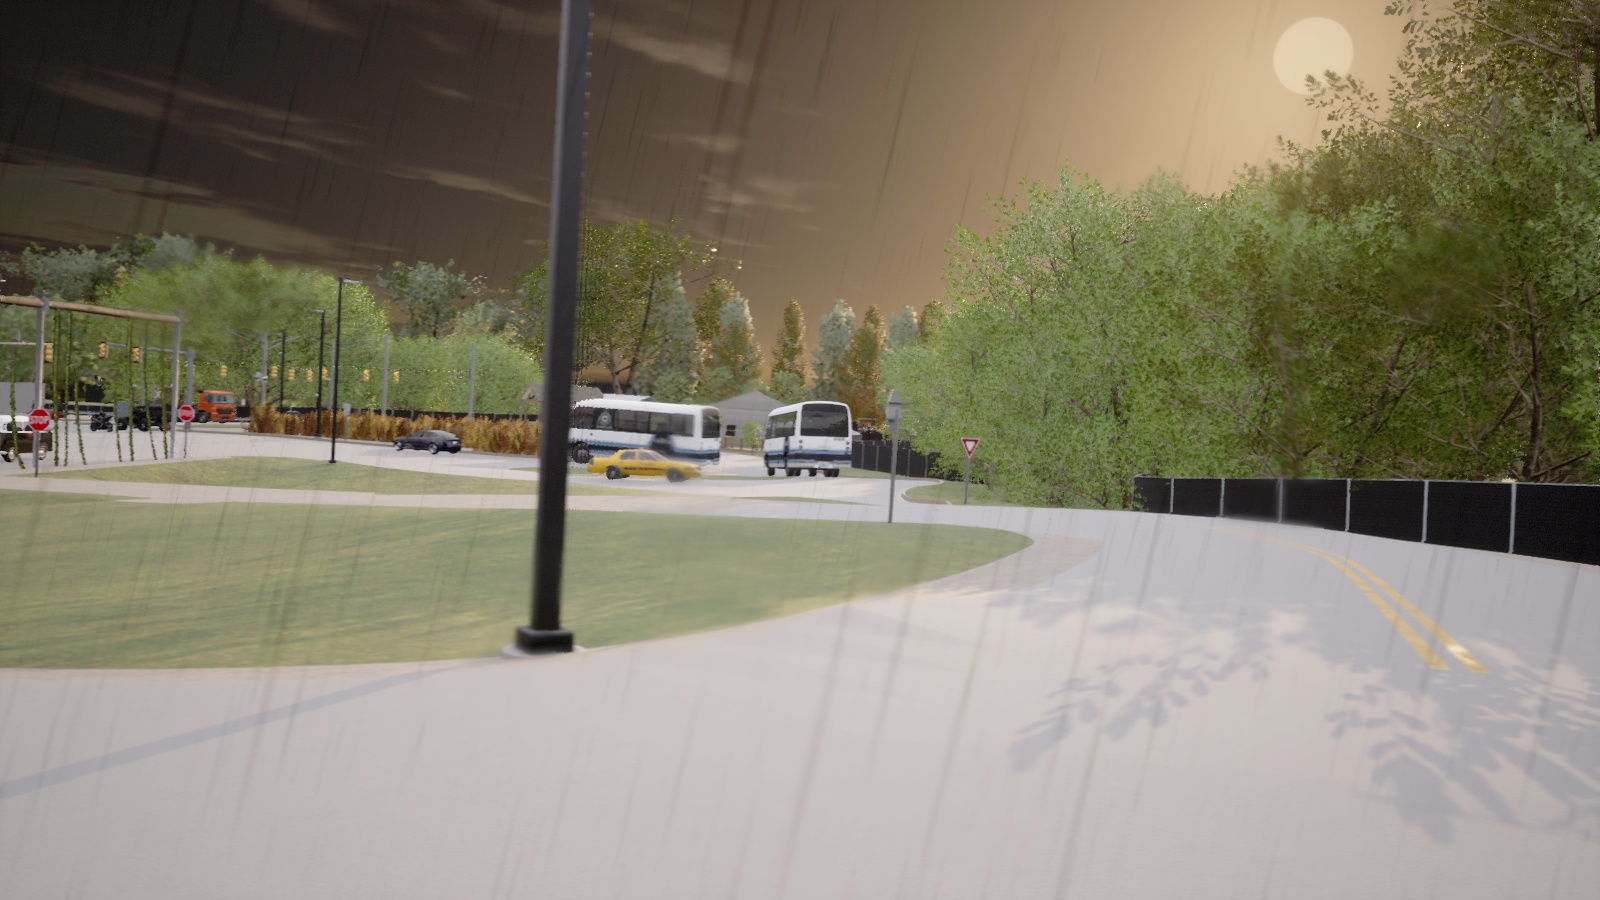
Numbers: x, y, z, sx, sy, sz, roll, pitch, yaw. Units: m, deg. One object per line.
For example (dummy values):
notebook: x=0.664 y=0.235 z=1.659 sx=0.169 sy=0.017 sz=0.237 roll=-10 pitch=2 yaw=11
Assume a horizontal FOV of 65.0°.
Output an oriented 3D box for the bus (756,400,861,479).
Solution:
bus: x=0.336 y=-0.498 z=74.561 sx=3.944 sy=4.253 sz=10.273 roll=2 pitch=-1 yaw=-12

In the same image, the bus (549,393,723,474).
bus: x=-10.587 y=-1.120 z=81.038 sx=10.273 sy=4.253 sz=3.944 roll=6 pitch=3 yaw=21

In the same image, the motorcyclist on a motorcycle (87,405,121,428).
motorcyclist on a motorcycle: x=-48.052 y=-2.311 z=86.722 sx=2.191 sy=1.530 sz=0.866 roll=3 pitch=2 yaw=22

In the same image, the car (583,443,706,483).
car: x=-7.229 y=0.584 z=58.614 sx=5.366 sy=1.575 sz=1.801 roll=3 pitch=1 yaw=9

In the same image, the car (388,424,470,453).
car: x=-23.801 y=-0.732 z=80.559 sx=4.792 sy=1.488 sz=2.163 roll=5 pitch=3 yaw=27

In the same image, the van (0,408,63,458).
van: x=-35.572 y=-0.808 z=56.680 sx=2.069 sy=2.038 sz=4.480 roll=4 pitch=1 yaw=-3
